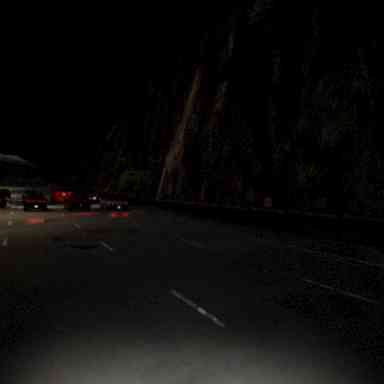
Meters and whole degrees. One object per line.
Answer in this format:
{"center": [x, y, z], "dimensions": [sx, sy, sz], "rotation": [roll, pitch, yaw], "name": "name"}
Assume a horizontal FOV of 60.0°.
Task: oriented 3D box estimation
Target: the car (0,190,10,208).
{"center": [-19.129, 0.762, 32.248], "dimensions": [1.994, 1.385, 4.181], "rotation": [1, 1, -27], "name": "car"}

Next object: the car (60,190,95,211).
{"center": [-10.792, 0.909, 31.169], "dimensions": [1.882, 1.535, 5.008], "rotation": [1, 1, -27], "name": "car"}

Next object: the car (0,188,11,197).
{"center": [-28.249, 0.141, 49.832], "dimensions": [1.994, 1.385, 4.181], "rotation": [1, 1, -27], "name": "car"}

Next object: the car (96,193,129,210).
{"center": [-7.811, 1.080, 33.013], "dimensions": [1.895, 1.301, 4.718], "rotation": [1, 1, -27], "name": "car"}

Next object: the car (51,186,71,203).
{"center": [-16.641, 0.297, 42.498], "dimensions": [2.150, 2.045, 5.566], "rotation": [1, 2, -27], "name": "car"}

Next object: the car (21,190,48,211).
{"center": [-14.176, 0.868, 30.112], "dimensions": [1.837, 1.490, 4.892], "rotation": [1, 1, -27], "name": "car"}

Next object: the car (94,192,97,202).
{"center": [-13.109, 0.703, 43.262], "dimensions": [2.033, 1.411, 5.357], "rotation": [1, 1, -27], "name": "car"}
